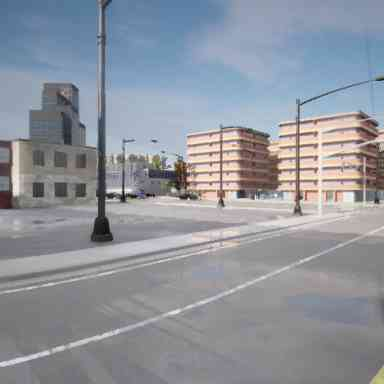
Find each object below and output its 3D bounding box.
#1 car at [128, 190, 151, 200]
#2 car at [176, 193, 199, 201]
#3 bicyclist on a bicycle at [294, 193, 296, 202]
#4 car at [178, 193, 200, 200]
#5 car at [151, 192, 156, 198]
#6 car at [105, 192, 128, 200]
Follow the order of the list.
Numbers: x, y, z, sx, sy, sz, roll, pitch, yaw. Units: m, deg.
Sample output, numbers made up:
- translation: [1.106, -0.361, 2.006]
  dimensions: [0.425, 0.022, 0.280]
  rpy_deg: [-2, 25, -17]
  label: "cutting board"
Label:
- translation: [-11.245, 0.819, 67.519]
  dimensions: [4.902, 1.511, 2.128]
  rpy_deg: [2, 1, 41]
  label: "car"
- translation: [-1.131, 0.975, 68.023]
  dimensions: [4.892, 1.490, 1.837]
  rpy_deg: [1, 1, 41]
  label: "car"
- translation: [19.524, 1.091, 62.538]
  dimensions: [0.582, 1.620, 1.656]
  rpy_deg: [1, 1, 41]
  label: "bicyclist on a bicycle"
- translation: [-0.741, 0.971, 72.317]
  dimensions: [4.718, 1.301, 1.895]
  rpy_deg: [1, 1, 41]
  label: "car"
- translation: [-10.802, 0.657, 81.040]
  dimensions: [4.181, 1.385, 1.994]
  rpy_deg: [1, 0, 41]
  label: "car"
- translation: [-15.566, 0.842, 66.641]
  dimensions: [4.892, 1.490, 1.837]
  rpy_deg: [1, 1, 41]
  label: "car"
